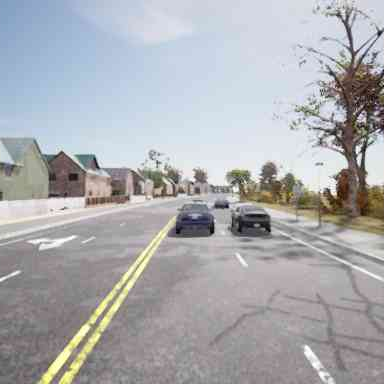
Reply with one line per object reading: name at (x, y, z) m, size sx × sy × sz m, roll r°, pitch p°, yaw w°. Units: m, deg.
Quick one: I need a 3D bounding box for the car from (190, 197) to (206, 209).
car at (0.879, 1.459, 46.260) m, size 2.128 × 1.511 × 4.902 m, roll 0°, pitch 0°, yaw 3°

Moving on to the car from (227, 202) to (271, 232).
car at (3.444, 1.495, 19.940) m, size 1.837 × 1.490 × 4.892 m, roll 0°, pitch 0°, yaw 1°

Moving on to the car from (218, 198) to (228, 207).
car at (4.155, 1.527, 46.712) m, size 1.994 × 1.385 × 4.181 m, roll 0°, pitch 0°, yaw 3°

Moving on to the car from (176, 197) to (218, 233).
car at (0.191, 1.343, 19.583) m, size 2.097 × 1.767 × 4.553 m, roll 0°, pitch 0°, yaw 1°
